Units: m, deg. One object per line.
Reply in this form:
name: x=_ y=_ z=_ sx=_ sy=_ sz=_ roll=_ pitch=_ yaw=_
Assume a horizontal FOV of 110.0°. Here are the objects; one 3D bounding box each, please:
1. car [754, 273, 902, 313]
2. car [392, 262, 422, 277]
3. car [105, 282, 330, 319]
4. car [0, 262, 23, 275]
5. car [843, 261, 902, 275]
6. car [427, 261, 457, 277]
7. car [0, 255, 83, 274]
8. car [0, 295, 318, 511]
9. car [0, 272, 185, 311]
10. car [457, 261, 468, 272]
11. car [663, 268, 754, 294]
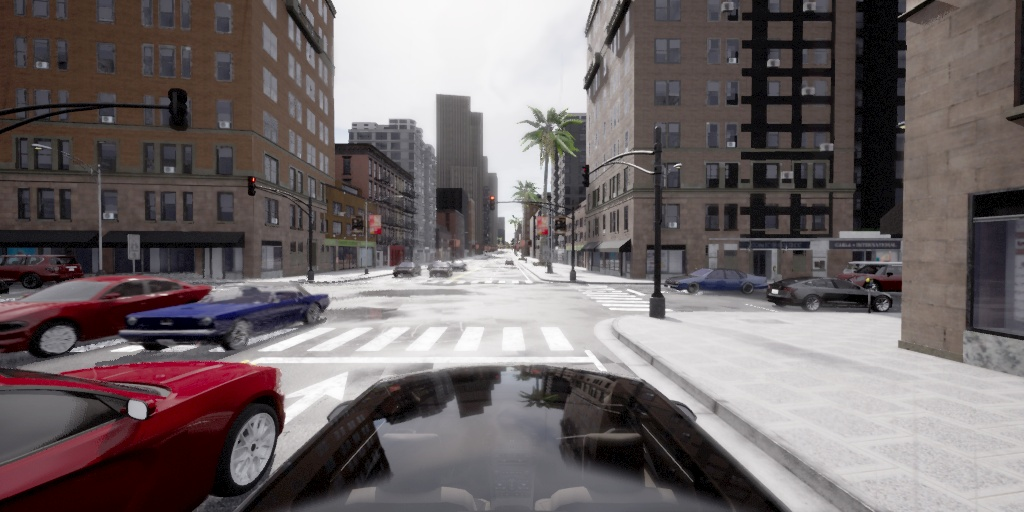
car: x=12.863 y=1.513 z=14.713 sx=4.313 sy=1.339 sz=1.948 roll=0 pitch=0 yaw=0
car: x=-10.138 y=1.290 z=35.142 sx=2.033 sy=1.411 sz=5.357 roll=0 pitch=0 yaw=-4
car: x=-6.647 y=1.359 z=9.079 sx=1.895 sy=1.301 sz=4.718 roll=0 pitch=0 yaw=-1
car: x=-24.034 y=1.126 z=14.575 sx=4.892 sy=1.490 sz=1.837 roll=1 pitch=1 yaw=-9
car: x=21.175 y=1.279 z=20.669 sx=4.553 sy=1.767 sz=2.097 roll=0 pitch=1 yaw=0
car: x=-6.874 y=1.290 z=35.145 sx=2.033 sy=1.411 sz=5.357 roll=0 pitch=0 yaw=-4
car: x=-27.280 y=0.836 z=19.908 sx=5.009 sy=1.841 sz=2.192 roll=0 pitch=0 yaw=-9
car: x=-3.144 y=1.228 z=1.475 sx=1.882 sy=1.535 sz=5.008 roll=0 pitch=0 yaw=1
car: x=-9.894 y=1.234 z=8.696 sx=1.882 sy=1.535 sz=5.008 roll=0 pitch=0 yaw=0
car: x=-6.932 y=1.300 z=46.699 sx=1.994 sy=1.385 sz=4.181 roll=0 pitch=0 yaw=0
car: x=11.705 y=1.400 z=20.659 sx=5.357 sy=1.411 sz=2.033 roll=0 pitch=1 yaw=0
